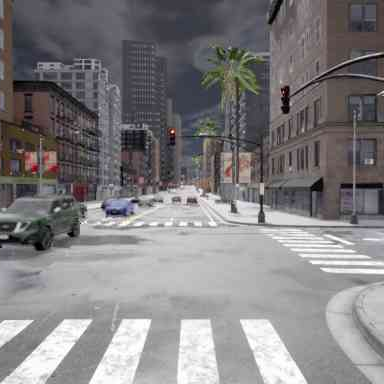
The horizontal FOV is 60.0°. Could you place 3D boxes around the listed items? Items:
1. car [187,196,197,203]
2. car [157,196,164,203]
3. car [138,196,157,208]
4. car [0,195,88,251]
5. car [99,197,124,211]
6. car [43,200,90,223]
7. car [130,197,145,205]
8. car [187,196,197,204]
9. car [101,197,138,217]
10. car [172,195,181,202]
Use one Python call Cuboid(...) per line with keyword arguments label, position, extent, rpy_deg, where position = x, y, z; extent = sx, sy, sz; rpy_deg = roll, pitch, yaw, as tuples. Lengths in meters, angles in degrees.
Cuboid(label="car", position=(-0.045, 1.502, 71.377), extent=(1.994, 1.385, 4.181), rpy_deg=(0, 0, 0))
Cuboid(label="car", position=(-6.608, 1.470, 65.494), extent=(1.882, 1.535, 5.008), rpy_deg=(0, 0, 0))
Cuboid(label="car", position=(-6.671, 1.507, 48.230), extent=(1.812, 1.442, 4.674), rpy_deg=(0, 0, 0))
Cuboid(label="car", position=(-6.608, 1.192, 14.462), extent=(2.150, 2.045, 5.566), rpy_deg=(0, 1, 0))
Cuboid(label="car", position=(-9.915, 1.466, 41.457), extent=(1.882, 1.535, 5.008), rpy_deg=(0, 1, 0))
Cuboid(label="car", position=(-9.896, 1.471, 26.693), extent=(1.882, 1.535, 5.008), rpy_deg=(0, 0, 0))
Cuboid(label="car", position=(-9.893, 1.564, 61.050), extent=(1.895, 1.301, 4.718), rpy_deg=(0, 0, 0))
Cuboid(label="car", position=(0.000, 1.440, 61.335), extent=(1.882, 1.535, 5.008), rpy_deg=(0, 0, 0))
Cuboid(label="car", position=(-6.653, 1.470, 30.952), extent=(1.882, 1.535, 5.008), rpy_deg=(0, 0, 0))
Cuboid(label="car", position=(-3.285, 1.440, 70.908), extent=(2.128, 1.511, 4.902), rpy_deg=(0, 0, 0))
